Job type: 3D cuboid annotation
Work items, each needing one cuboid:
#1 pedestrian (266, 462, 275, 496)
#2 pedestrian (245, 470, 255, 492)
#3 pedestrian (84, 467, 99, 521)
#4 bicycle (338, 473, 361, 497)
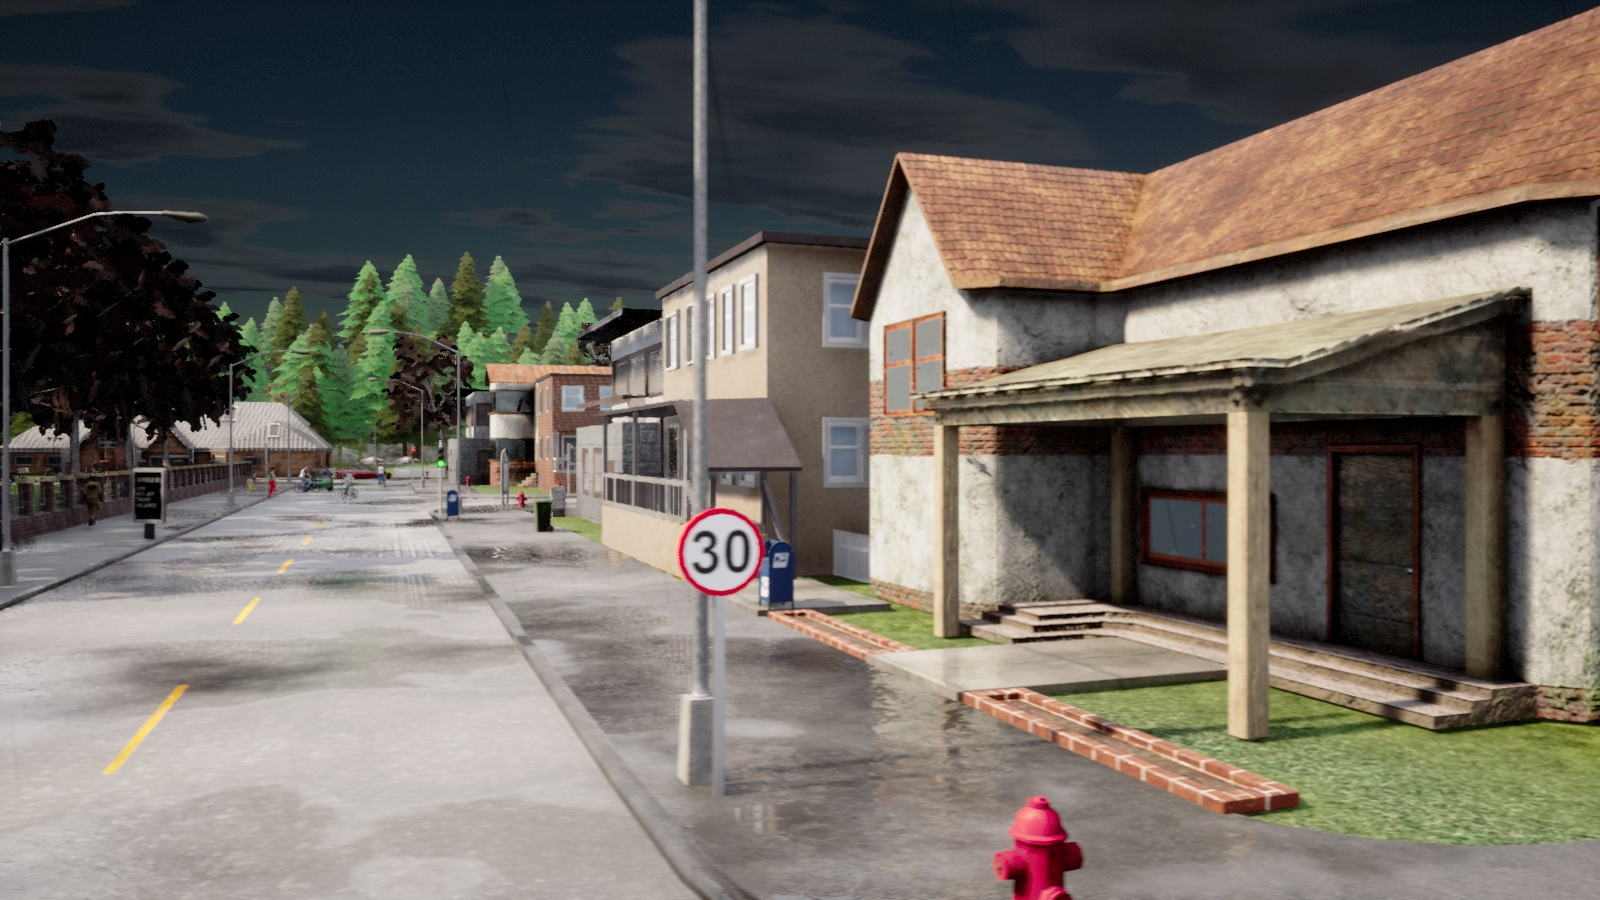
[{"bbox_3d":[-29.524,1.628,63.736,0.375,1.860,0.375,0,0,-43],"label":"pedestrian"},{"bbox_3d":[-32.325,1.804,67.117,0.375,1.300,0.375,0,0,36],"label":"pedestrian"},{"bbox_3d":[-24.713,1.525,39.836,0.375,1.860,0.375,0,0,-20],"label":"pedestrian"},{"bbox_3d":[-24.813,1.936,62.922,1.643,1.296,0.373,1,-2,40],"label":"bicycle"}]
